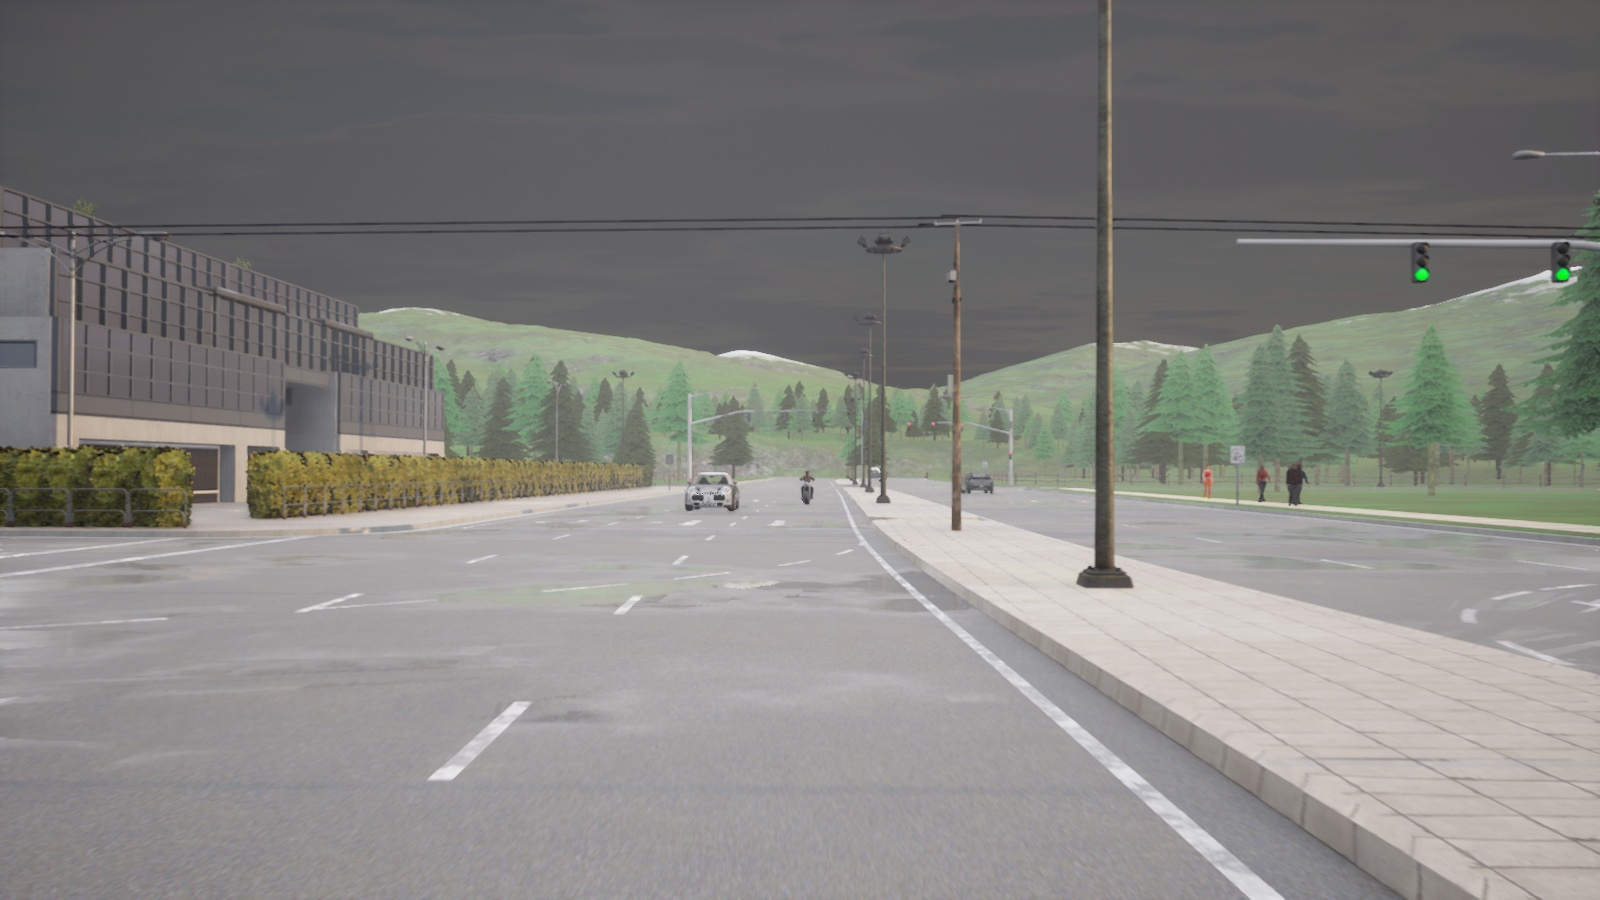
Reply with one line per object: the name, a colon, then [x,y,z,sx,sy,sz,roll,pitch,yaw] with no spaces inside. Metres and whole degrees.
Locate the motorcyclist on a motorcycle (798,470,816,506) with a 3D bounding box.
motorcyclist on a motorcycle: [0.338,1.751,58.433,0.766,1.649,2.350,0,-1,1]

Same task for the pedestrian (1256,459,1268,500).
pedestrian: [21.110,1.337,57.402,0.331,1.846,0.636,0,-1,3]

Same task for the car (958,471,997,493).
car: [12.518,2.217,88.704,2.128,1.511,4.902,0,-1,1]

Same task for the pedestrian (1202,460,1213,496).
pedestrian: [20.970,1.459,64.612,0.345,1.836,0.594,0,-1,3]

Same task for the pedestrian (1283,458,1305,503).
pedestrian: [20.453,1.248,52.020,0.634,1.844,0.899,0,-1,6]

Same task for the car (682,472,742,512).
car: [-3.392,1.622,49.034,1.970,1.475,3.806,0,-1,1]
